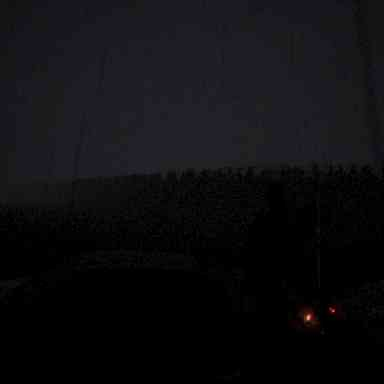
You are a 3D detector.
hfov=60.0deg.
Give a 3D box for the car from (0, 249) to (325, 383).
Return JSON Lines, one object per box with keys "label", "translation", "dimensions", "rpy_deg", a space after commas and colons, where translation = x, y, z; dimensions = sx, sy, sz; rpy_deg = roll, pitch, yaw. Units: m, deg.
{"label": "car", "translation": [-1.037, 1.552, 4.511], "dimensions": [5.357, 1.411, 2.033], "rpy_deg": [1, 1, -10]}
